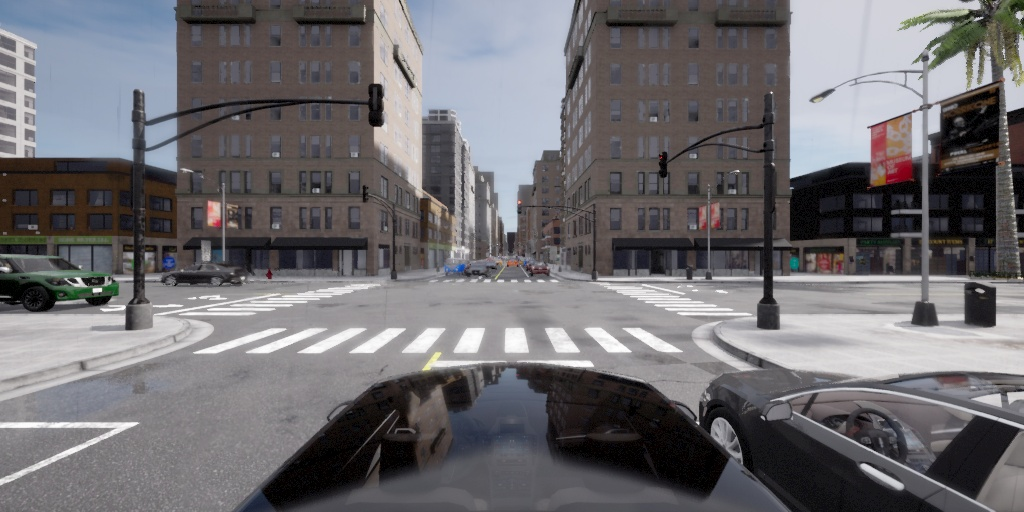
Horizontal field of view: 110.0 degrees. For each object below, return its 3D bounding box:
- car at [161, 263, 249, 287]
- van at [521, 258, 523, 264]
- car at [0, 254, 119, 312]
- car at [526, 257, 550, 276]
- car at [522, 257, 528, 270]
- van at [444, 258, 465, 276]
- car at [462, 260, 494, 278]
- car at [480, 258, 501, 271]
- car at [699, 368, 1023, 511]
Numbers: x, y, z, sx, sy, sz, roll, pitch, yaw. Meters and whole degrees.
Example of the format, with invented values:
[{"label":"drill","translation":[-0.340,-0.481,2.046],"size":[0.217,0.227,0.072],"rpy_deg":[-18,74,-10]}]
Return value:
[{"label":"car","translation":[-20.074,1.216,23.523],"size":[4.892,1.490,1.837],"rpy_deg":[0,0,0]},{"label":"van","translation":[2.795,1.094,59.119],"size":[1.690,1.789,3.998],"rpy_deg":[0,0,0]},{"label":"car","translation":[-18.522,0.949,13.607],"size":[5.566,2.045,2.150],"rpy_deg":[0,0,0]},{"label":"car","translation":[2.741,1.192,36.442],"size":[1.967,1.591,4.097],"rpy_deg":[0,0,0]},{"label":"car","translation":[2.768,1.193,47.781],"size":[1.967,1.591,4.097],"rpy_deg":[0,0,0]},{"label":"van","translation":[-5.785,1.093,36.461],"size":[1.690,1.789,3.998],"rpy_deg":[0,0,0]},{"label":"car","translation":[-3.132,1.316,34.111],"size":[1.994,1.385,4.181],"rpy_deg":[0,0,3]},{"label":"car","translation":[-2.995,1.301,49.852],"size":[2.033,1.411,5.357],"rpy_deg":[0,0,0]},{"label":"car","translation":[2.668,1.300,1.793],"size":[2.007,1.370,4.403],"rpy_deg":[0,0,0]}]
